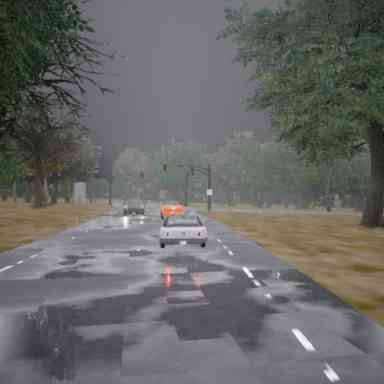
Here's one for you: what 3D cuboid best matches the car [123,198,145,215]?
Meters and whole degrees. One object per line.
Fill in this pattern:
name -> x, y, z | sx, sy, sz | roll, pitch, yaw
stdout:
car -> -5.917, 1.460, 34.347 | 2.097, 1.767, 4.553 | 0, 0, -8

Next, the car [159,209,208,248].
car -> -0.451, 1.632, 14.776 | 1.895, 1.301, 4.718 | 0, 0, -3

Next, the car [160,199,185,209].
car -> -1.793, 1.415, 29.759 | 2.097, 1.767, 4.553 | 0, 0, -7
